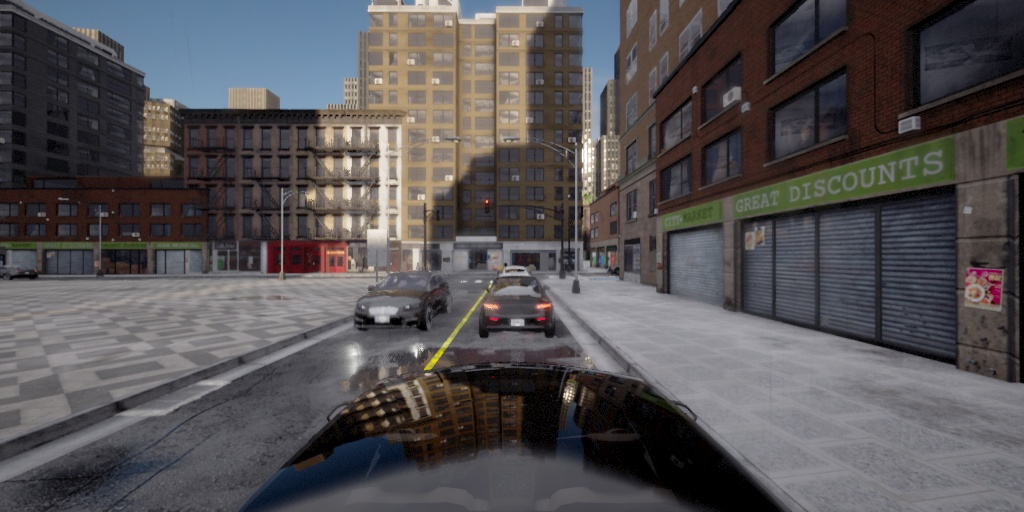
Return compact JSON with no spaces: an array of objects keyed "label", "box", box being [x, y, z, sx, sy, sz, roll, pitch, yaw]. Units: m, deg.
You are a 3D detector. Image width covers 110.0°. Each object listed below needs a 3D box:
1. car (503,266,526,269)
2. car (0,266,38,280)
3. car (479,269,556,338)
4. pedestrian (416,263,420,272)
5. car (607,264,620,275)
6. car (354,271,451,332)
[{"label":"car","box":[0.148,1.261,19.826,1.812,1.442,4.674,0,0,-1]},{"label":"car","box":[-49.087,1.618,34.832,4.181,1.385,1.994,0,0,1]},{"label":"car","box":[0.121,1.270,10.045,1.812,1.442,4.674,0,0,0]},{"label":"pedestrian","box":[-10.044,0.951,38.244,0.375,1.860,0.375,0,0,-1]},{"label":"car","box":[11.728,1.135,35.416,4.674,1.442,1.812,-1,0,-2]},{"label":"car","box":[-3.078,1.236,10.964,2.128,1.511,4.902,0,0,0]}]
